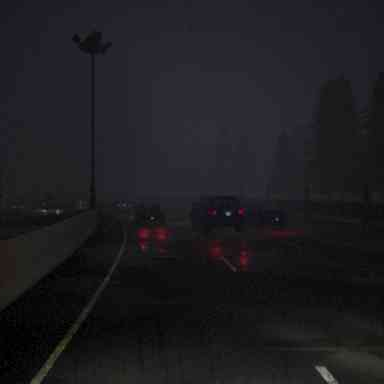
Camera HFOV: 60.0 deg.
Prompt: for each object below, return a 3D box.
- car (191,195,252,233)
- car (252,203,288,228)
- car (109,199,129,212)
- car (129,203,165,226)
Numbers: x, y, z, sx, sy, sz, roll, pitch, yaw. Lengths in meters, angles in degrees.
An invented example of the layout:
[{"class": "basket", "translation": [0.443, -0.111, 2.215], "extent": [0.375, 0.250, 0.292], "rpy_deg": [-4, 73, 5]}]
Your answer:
[{"class": "car", "translation": [1.379, 1.212, 19.726], "extent": [2.150, 2.045, 5.566], "rpy_deg": [0, 0, -11]}, {"class": "car", "translation": [4.491, 1.458, 21.971], "extent": [1.882, 1.535, 5.008], "rpy_deg": [0, 0, -12]}, {"class": "car", "translation": [-8.661, 1.559, 40.100], "extent": [2.033, 1.411, 5.357], "rpy_deg": [0, 0, -23]}, {"class": "car", "translation": [-3.098, 1.491, 23.682], "extent": [2.128, 1.511, 4.902], "rpy_deg": [0, 0, -14]}]
